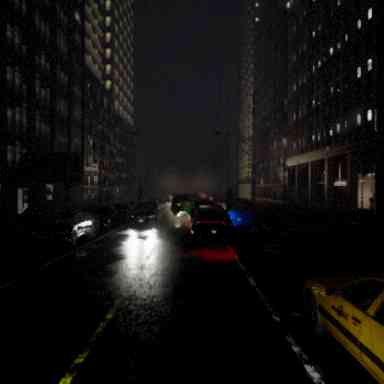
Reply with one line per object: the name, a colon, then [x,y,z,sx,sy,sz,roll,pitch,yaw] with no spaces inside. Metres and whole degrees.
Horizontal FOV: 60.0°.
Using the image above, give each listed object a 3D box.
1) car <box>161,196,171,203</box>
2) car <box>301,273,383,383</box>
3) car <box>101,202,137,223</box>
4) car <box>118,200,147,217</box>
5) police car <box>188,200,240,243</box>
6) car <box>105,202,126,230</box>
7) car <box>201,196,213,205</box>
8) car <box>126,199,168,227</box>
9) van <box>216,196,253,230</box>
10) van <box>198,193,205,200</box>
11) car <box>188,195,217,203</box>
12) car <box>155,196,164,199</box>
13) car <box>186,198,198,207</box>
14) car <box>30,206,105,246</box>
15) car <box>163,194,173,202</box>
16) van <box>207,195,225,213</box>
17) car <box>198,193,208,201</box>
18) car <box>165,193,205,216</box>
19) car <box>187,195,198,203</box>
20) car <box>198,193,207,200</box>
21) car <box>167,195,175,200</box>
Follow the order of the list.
car: [-5.663,1.543,71.940,1.802,1.307,4.206,-1,0,0]
car: [2.685,1.523,3.902,1.752,1.417,4.829,-1,0,0]
car: [-5.685,1.531,26.471,1.887,1.381,4.507,-1,0,0]
car: [-5.683,1.534,32.155,2.008,1.369,4.403,-1,0,0]
police car: [0.908,1.417,16.240,1.930,1.638,5.238,0,0,0]
car: [-5.687,1.555,20.787,1.947,1.339,4.313,-1,0,0]
car: [2.712,1.518,60.568,2.008,1.369,4.403,-1,0,0]
car: [-3.089,1.480,22.628,2.128,1.511,4.902,0,0,0]
van: [2.691,1.330,20.783,1.690,1.788,3.998,-1,0,0]
van: [2.726,1.288,94.671,1.690,1.788,3.998,-1,0,0]
car: [0.912,1.337,26.101,2.097,1.767,4.553,0,0,0]
car: [-5.674,1.525,49.206,2.008,1.369,4.403,-1,0,0]
car: [0.024,1.573,52.171,1.895,1.301,4.718,0,0,0]
car: [-5.690,1.543,15.103,2.008,1.369,4.403,-1,0,0]
car: [-5.662,1.398,77.623,1.967,1.590,4.097,-1,0,0]
van: [2.699,1.321,37.834,1.690,1.788,3.998,-1,0,0]
car: [2.720,1.269,83.303,2.192,1.841,5.009,-1,0,0]
car: [-0.127,1.203,32.515,2.150,2.045,5.566,-1,0,24]
car: [0.032,1.444,67.141,2.128,1.511,4.902,0,0,0]
car: [2.723,1.265,88.988,2.192,1.841,5.009,-1,0,0]
car: [-5.655,1.476,88.821,1.752,1.417,4.829,-1,0,0]
